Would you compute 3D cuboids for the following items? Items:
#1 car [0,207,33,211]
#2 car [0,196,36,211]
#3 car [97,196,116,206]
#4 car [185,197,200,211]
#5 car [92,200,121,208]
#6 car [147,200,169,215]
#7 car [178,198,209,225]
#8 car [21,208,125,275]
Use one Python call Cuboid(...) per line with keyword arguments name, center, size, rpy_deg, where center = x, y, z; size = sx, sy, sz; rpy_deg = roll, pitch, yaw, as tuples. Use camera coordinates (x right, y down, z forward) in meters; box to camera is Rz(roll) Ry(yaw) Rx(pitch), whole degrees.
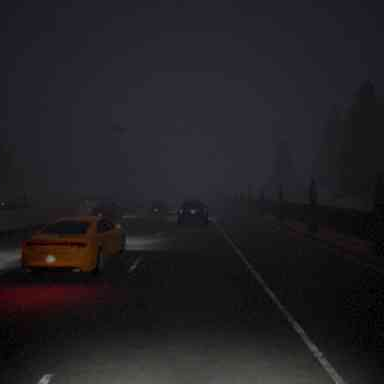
Cuboid(name="car", center=(-14.130, 1.562, 25.950), size=(1.994, 1.385, 4.181), rpy_deg=(0, 0, 0))
Cuboid(name="car", center=(-21.137, 1.348, 40.615), size=(2.097, 1.767, 4.553), rpy_deg=(0, 0, 0))
Cuboid(name="car", center=(-14.136, 1.497, 55.090), size=(1.837, 1.490, 4.892), rpy_deg=(0, 0, 0))
Cuboid(name="car", center=(0.046, 1.470, 42.790), size=(1.882, 1.535, 5.008), rpy_deg=(0, 0, 0))
Cuboid(name="car", center=(-6.933, 1.522, 27.212), size=(1.812, 1.442, 4.674), rpy_deg=(0, 0, 0))
Cuboid(name="car", center=(-3.456, 1.520, 34.282), size=(1.812, 1.442, 4.674), rpy_deg=(0, 0, 0))
Cuboid(name="car", center=(0.070, 1.347, 24.106), size=(2.097, 1.767, 4.553), rpy_deg=(0, 0, 0))
Cuboid(name="car", center=(-3.416, 1.476, 10.517), size=(1.882, 1.535, 5.008), rpy_deg=(0, 0, 0))
